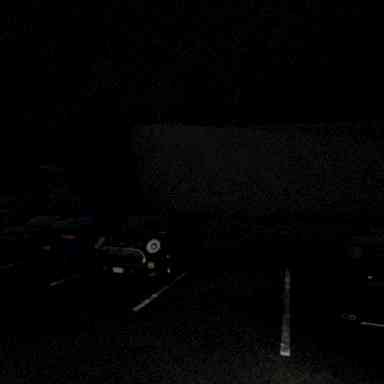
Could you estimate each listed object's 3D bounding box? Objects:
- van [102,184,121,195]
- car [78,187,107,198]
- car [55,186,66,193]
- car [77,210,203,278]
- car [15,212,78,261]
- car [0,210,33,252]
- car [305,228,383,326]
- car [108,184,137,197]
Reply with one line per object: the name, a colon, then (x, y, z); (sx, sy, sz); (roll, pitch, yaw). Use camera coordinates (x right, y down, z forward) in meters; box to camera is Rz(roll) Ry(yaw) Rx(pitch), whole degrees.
van: (-15.995, -0.071, 63.253); (4.442, 1.987, 1.878); (4, 7, 39)
car: (-18.653, 0.318, 61.806); (5.008, 1.535, 2.097); (4, 7, 39)
car: (-29.243, -0.559, 75.135); (4.674, 1.452, 2.002); (2, 5, 37)
car: (-1.173, 1.401, 10.459); (2.185, 1.767, 4.553); (0, -1, 18)
car: (-3.538, 1.544, 12.211); (2.097, 1.535, 5.008); (0, -1, 18)
car: (-5.864, 1.606, 14.025); (2.002, 1.452, 4.674); (0, -1, 19)
car: (3.560, 1.491, 6.913); (2.231, 1.521, 4.892); (0, -1, 16)
car: (-13.548, -0.274, 64.879); (5.566, 2.045, 2.435); (4, 7, 39)
